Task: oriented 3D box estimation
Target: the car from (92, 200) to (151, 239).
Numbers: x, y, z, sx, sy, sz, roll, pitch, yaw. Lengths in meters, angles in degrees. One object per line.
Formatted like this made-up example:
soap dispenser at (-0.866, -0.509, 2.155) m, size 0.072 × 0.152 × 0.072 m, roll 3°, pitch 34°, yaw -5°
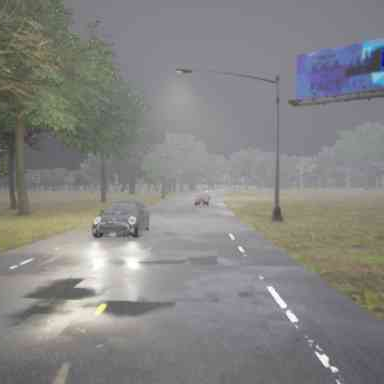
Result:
car at (-3.397, 1.240, 16.684) m, size 2.097 × 1.767 × 4.553 m, roll 0°, pitch 1°, yaw 1°

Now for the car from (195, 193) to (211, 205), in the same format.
car at (1.427, 1.159, 46.147) m, size 1.895 × 1.301 × 4.718 m, roll 0°, pitch 1°, yaw 3°

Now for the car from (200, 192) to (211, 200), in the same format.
car at (2.589, 0.831, 63.484) m, size 1.994 × 1.385 × 4.181 m, roll 0°, pitch 1°, yaw 4°
